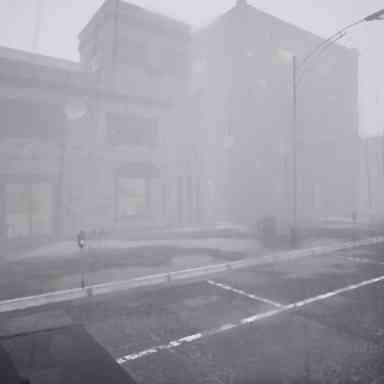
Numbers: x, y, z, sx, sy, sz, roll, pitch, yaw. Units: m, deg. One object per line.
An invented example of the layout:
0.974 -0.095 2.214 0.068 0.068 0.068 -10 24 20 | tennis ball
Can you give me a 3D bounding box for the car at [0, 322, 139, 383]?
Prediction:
-2.559 1.605 1.553 4.718 1.301 1.895 0 0 -36 | car
